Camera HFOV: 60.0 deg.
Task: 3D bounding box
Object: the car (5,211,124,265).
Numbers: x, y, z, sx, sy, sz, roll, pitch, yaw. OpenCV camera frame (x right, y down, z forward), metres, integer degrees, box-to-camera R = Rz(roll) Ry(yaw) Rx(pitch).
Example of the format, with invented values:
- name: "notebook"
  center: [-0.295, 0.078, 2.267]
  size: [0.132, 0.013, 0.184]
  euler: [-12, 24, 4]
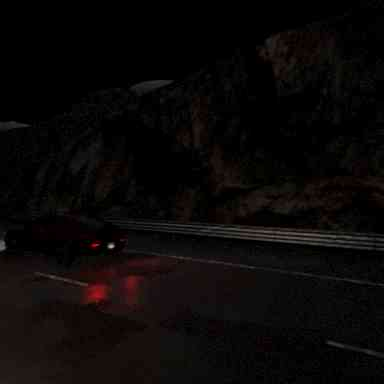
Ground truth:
- name: "car"
  center: [-4.272, 1.374, 11.020]
  size: [4.674, 1.442, 1.812]
  euler: [0, 1, 34]
